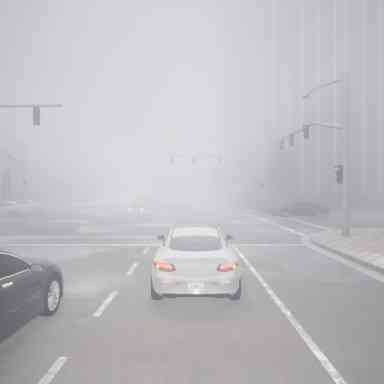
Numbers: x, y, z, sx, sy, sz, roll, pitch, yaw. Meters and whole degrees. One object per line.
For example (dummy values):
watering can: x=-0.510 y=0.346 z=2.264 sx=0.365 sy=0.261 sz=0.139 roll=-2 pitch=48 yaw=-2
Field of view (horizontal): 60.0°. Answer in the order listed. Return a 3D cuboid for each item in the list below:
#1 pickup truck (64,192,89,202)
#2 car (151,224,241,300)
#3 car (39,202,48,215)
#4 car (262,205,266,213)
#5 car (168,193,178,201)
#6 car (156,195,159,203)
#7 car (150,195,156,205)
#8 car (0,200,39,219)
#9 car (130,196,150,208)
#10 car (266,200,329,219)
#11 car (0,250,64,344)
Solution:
pickup truck: x=-24.637 y=1.059 z=70.312 sx=2.390 sy=2.098 sz=6.274 roll=0 pitch=0 yaw=30
car: x=0.080 y=1.526 z=8.252 sx=1.812 sy=1.442 sz=4.674 roll=0 pitch=0 yaw=0
car: x=-16.471 y=1.525 z=32.340 sx=4.674 sy=1.442 sz=1.812 roll=0 pitch=0 yaw=0
car: x=9.350 y=1.491 z=32.525 sx=4.902 sy=1.511 sz=2.128 roll=0 pitch=0 yaw=0
car: x=-4.655 y=1.225 z=80.713 sx=2.150 sy=2.045 sz=5.566 roll=0 pitch=0 yaw=-1
car: x=-7.994 y=1.352 z=68.154 sx=2.097 sy=1.767 sz=4.553 roll=0 pitch=0 yaw=0
car: x=-7.920 y=1.505 z=57.972 sx=1.837 sy=1.490 sz=4.892 roll=0 pitch=0 yaw=-1
car: x=-16.286 y=1.525 z=28.829 sx=4.674 sy=1.442 sz=1.812 roll=0 pitch=0 yaw=-1
car: x=-7.796 y=1.478 z=48.718 sx=1.882 sy=1.535 sz=5.008 roll=0 pitch=0 yaw=-1
car: x=9.380 y=1.504 z=29.025 sx=4.892 sy=1.490 sz=1.837 roll=0 pitch=0 yaw=0
car: x=-3.434 y=1.505 z=4.603 sx=1.837 sy=1.490 sz=4.892 roll=0 pitch=0 yaw=1
